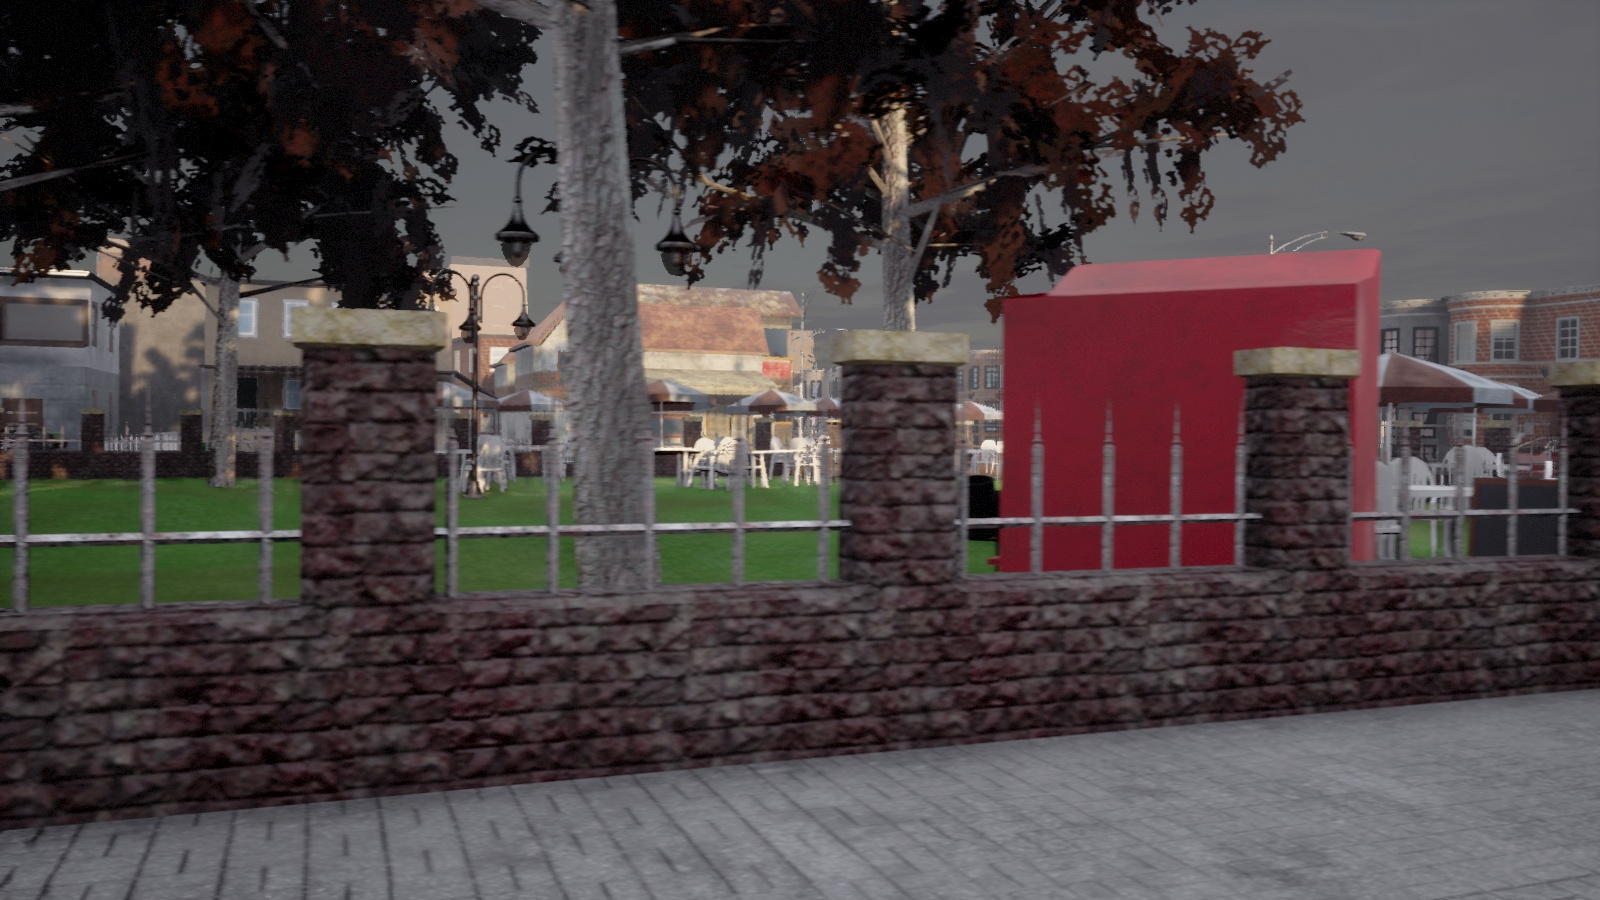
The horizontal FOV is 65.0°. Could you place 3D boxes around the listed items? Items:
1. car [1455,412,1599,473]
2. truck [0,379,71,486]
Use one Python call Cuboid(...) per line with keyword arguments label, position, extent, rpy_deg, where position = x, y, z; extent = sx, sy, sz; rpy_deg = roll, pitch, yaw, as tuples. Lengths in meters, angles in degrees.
Cuboid(label="car", position=(21.706, -0.244, 36.006), extent=(2.152, 1.651, 5.027), rpy_deg=(-1, 1, -20))
Cuboid(label="truck", position=(-28.793, -0.544, 41.260), extent=(7.936, 3.462, 2.891), rpy_deg=(-1, 1, -20))
